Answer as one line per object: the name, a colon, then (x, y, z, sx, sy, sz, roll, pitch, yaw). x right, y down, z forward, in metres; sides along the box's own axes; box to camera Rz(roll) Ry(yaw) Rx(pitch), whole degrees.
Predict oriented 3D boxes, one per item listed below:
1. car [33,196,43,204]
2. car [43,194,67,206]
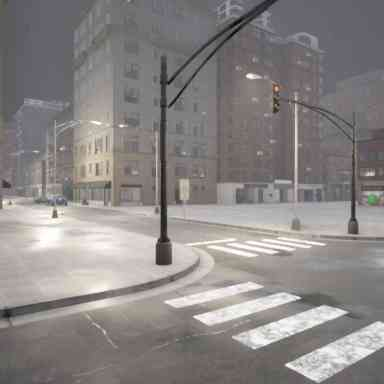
car: (-25.456, 1.286, 56.294, 1.994, 1.385, 4.181, 0, 0, -36)
car: (-19.661, 1.118, 48.181, 2.097, 1.767, 4.553, 0, 0, -36)
